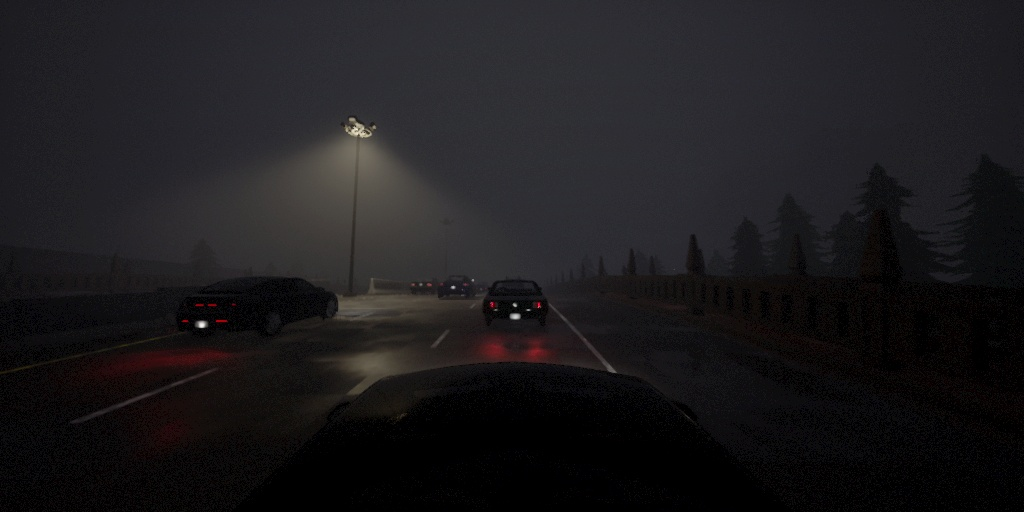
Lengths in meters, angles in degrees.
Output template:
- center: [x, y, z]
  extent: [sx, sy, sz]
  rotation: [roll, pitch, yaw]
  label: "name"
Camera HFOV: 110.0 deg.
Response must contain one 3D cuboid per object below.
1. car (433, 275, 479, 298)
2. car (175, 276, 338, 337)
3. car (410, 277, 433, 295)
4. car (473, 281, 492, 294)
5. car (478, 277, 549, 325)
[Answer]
- center: [-3.409, 1.928, 22.786]
  extent: [1.994, 1.385, 4.181]
  rotation: [0, -4, 0]
  label: "car"
- center: [-6.904, 1.318, 10.403]
  extent: [1.837, 1.490, 4.892]
  rotation: [0, -1, 0]
  label: "car"
- center: [-6.913, 2.471, 29.681]
  extent: [2.033, 1.411, 5.357]
  rotation: [0, -5, 0]
  label: "car"
- center: [-3.418, 3.738, 41.999]
  extent: [1.812, 1.442, 4.674]
  rotation: [0, -6, 0]
  label: "car"
- center: [0.095, 1.460, 12.214]
  extent: [1.895, 1.301, 4.718]
  rotation: [0, -2, 0]
  label: "car"
